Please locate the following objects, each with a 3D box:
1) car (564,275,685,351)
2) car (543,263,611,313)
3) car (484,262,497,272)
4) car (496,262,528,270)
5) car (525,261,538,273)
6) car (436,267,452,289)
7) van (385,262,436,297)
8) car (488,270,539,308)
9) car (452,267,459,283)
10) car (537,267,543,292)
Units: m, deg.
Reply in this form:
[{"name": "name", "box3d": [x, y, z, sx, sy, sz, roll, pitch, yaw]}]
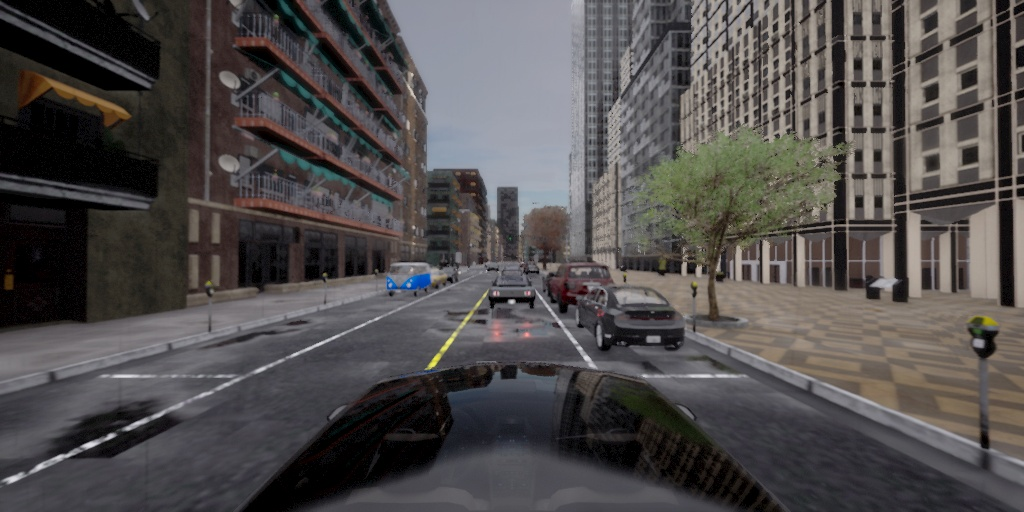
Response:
[{"name": "car", "box3d": [2.691, 1.369, 8.988, 2.007, 1.370, 4.403, 0, 0, 0]}, {"name": "car", "box3d": [2.691, 1.186, 14.511, 2.192, 1.841, 5.009, 0, 0, 0]}, {"name": "car", "box3d": [-3.011, 1.832, 58.295, 1.837, 1.490, 4.892, 0, -1, 0]}, {"name": "car", "box3d": [0.000, 1.529, 31.157, 2.128, 1.511, 4.902, 0, 0, 0]}, {"name": "car", "box3d": [2.686, 1.773, 47.645, 1.948, 1.339, 4.313, 0, 0, 0]}, {"name": "car", "box3d": [-5.692, 1.505, 25.385, 1.751, 1.417, 4.829, 0, 0, 0]}, {"name": "van", "box3d": [-5.691, 1.266, 20.032, 1.690, 1.789, 3.998, 0, 0, 0]}, {"name": "car", "box3d": [0.000, 1.486, 15.964, 1.895, 1.301, 4.718, 0, -1, 0]}, {"name": "car", "box3d": [-5.693, 1.601, 31.077, 1.948, 1.339, 4.313, 0, 0, 0]}, {"name": "car", "box3d": [2.690, 1.491, 20.033, 1.948, 1.339, 4.313, 0, 0, 0]}]
